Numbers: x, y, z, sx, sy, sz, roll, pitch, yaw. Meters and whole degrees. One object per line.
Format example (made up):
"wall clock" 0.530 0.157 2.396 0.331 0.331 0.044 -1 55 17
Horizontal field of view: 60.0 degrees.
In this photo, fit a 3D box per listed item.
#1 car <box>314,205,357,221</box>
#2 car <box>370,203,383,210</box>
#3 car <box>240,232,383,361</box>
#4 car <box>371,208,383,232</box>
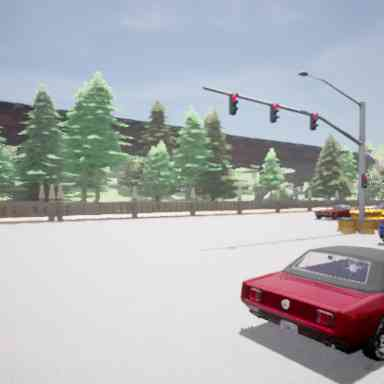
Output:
"car" 13.387 1.880 30.691 4.718 1.301 1.895 1 0 -35
"car" 21.538 1.924 36.426 5.357 1.411 2.033 1 0 -35
"car" 3.193 1.659 6.023 4.718 1.301 1.895 1 0 -35
"car" 10.792 1.652 15.742 5.008 1.535 1.882 1 0 -35
